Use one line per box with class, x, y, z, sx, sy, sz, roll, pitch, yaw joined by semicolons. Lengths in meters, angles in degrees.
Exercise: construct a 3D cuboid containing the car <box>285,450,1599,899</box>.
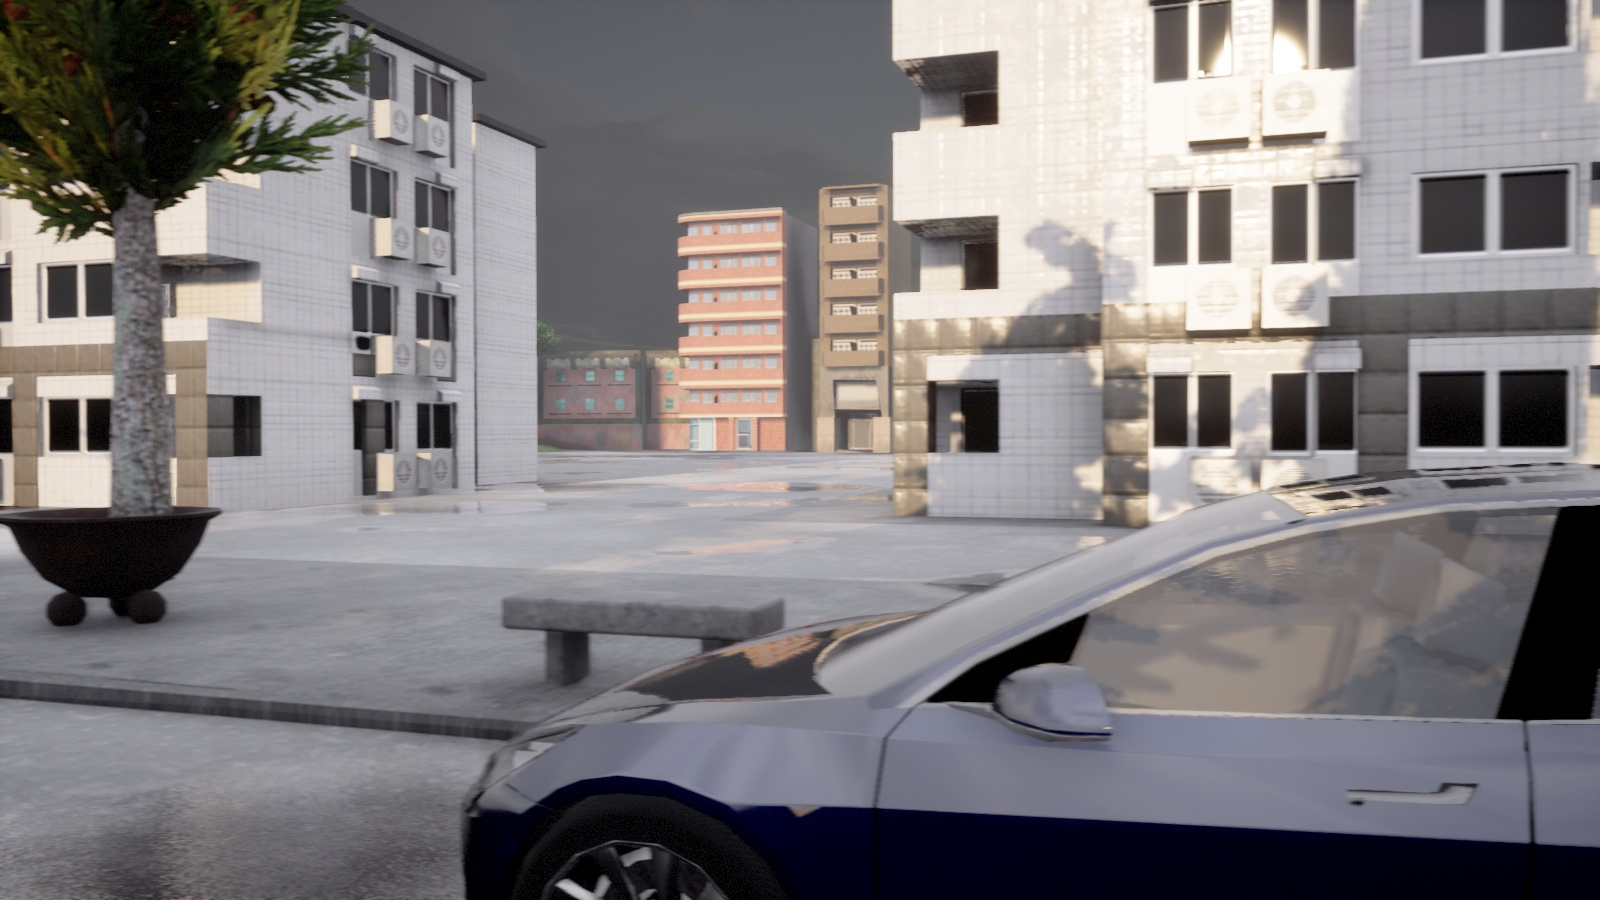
car;1.392;0.780;3.252;4.792;1.488;2.163;1;1;19
